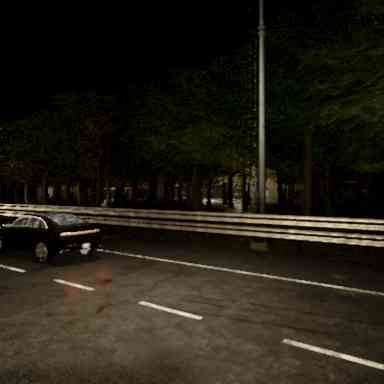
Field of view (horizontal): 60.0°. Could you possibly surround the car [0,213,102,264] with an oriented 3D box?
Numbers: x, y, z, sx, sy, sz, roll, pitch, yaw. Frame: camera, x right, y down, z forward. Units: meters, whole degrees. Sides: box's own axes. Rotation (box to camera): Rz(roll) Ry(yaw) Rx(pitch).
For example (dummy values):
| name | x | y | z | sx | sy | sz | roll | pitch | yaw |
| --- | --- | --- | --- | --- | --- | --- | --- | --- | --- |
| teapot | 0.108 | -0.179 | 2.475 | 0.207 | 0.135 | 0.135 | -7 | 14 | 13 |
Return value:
| name | x | y | z | sx | sy | sz | roll | pitch | yaw |
| --- | --- | --- | --- | --- | --- | --- | --- | --- | --- |
| car | -5.334 | 1.496 | 11.977 | 4.902 | 1.511 | 2.128 | 0 | 0 | 36 |
